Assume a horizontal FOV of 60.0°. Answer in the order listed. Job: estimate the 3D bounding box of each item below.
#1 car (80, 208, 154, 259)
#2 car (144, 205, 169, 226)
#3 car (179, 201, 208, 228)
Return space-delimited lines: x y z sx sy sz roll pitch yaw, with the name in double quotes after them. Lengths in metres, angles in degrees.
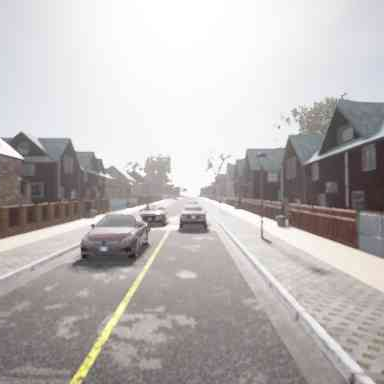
-2.758 1.538 12.804 1.812 1.442 4.674 0 0 1 "car"
-2.733 1.598 23.762 1.994 1.385 4.181 0 0 1 "car"
0.093 1.580 22.671 2.033 1.411 5.357 0 0 0 "car"
